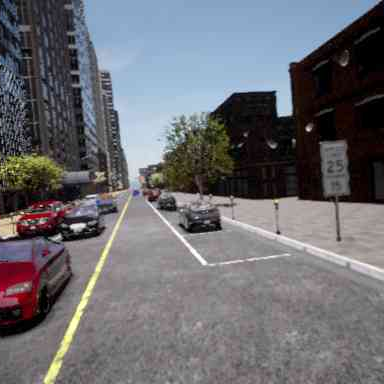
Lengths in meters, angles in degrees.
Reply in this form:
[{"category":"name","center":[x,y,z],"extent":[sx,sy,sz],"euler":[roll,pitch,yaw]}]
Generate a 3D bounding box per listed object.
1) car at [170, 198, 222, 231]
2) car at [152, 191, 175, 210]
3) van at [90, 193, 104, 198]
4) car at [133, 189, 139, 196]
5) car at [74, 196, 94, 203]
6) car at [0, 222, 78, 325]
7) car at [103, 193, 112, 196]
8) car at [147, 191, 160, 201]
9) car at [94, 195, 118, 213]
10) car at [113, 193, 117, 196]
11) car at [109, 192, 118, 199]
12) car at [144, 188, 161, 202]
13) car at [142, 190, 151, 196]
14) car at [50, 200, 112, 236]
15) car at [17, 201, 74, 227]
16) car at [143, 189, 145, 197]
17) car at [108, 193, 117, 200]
[{"category":"car","center":[0.284,1.092,17.109],"extent":[2.008,1.369,4.403],"euler":[-6,2,-10]},{"category":"car","center":[-2.532,0.898,32.725],"extent":[2.008,1.369,4.403],"euler":[-6,2,-10]},{"category":"van","center":[-12.801,1.302,42.946],"extent":[1.690,1.788,3.998],"euler":[-6,2,-10]},{"category":"car","center":[-15.881,0.240,94.212],"extent":[1.882,1.535,5.008],"euler":[-5,2,-10]},{"category":"car","center":[-10.794,1.555,31.323],"extent":[1.967,1.590,4.097],"euler":[-6,2,-10]},{"category":"car","center":[-4.016,1.759,7.423],"extent":[1.994,1.385,4.181],"euler":[-5,2,-10]},{"category":"car","center":[-14.688,1.133,53.852],"extent":[2.192,1.841,5.009],"euler":[-6,2,-10]},{"category":"car","center":[-6.468,0.575,55.427],"extent":[1.752,1.417,4.829],"euler":[-6,2,-10]},{"category":"car","center":[-8.411,1.420,33.037],"extent":[1.994,1.385,4.181],"euler":[-5,2,-9]},{"category":"car","center":[-17.491,1.145,70.220],"extent":[1.887,1.381,4.507],"euler":[-6,2,-10]},{"category":"car","center":[-20.291,0.913,86.412],"extent":[1.752,1.417,4.829],"euler":[-6,2,-10]},{"category":"car","center":[-5.519,0.440,49.800],"extent":[2.192,1.841,5.009],"euler":[-6,2,-10]},{"category":"car","center":[-12.088,0.186,87.980],"extent":[1.947,1.339,4.313],"euler":[-6,2,-10]},{"category":"car","center":[-5.910,1.543,18.377],"extent":[2.128,1.511,4.902],"euler":[-5,2,-10]},{"category":"car","center":[-9.012,1.581,20.397],"extent":[2.192,1.841,5.009],"euler":[-6,2,-10]},{"category":"car","center":[-10.230,0.081,77.067],"extent":[2.192,1.841,5.009],"euler":[-6,2,-10]},{"category":"car","center":[-19.348,0.985,80.959],"extent":[1.752,1.417,4.829],"euler":[-6,2,-10]}]
